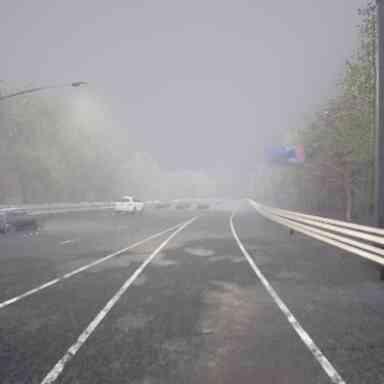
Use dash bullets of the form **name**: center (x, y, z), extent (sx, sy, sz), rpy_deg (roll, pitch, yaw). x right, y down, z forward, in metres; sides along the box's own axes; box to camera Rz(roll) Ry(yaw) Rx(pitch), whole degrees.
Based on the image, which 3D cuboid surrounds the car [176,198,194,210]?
- **car**: center (-1.440, 2.239, 56.474), extent (2.033, 1.411, 5.357), rpy_deg (0, -1, 9)

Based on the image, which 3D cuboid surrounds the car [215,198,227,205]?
- **car**: center (7.799, 2.781, 93.197), extent (2.128, 1.511, 4.902), rpy_deg (0, -1, 9)

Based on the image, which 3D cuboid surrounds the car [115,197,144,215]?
- **car**: center (-7.496, 1.661, 40.248), extent (2.150, 2.045, 5.566), rpy_deg (0, -1, 9)

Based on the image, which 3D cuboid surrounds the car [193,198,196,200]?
- **car**: center (0.271, 2.525, 90.327), extent (2.097, 1.767, 4.553), rpy_deg (0, -1, 9)

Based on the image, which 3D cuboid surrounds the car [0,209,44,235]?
- **car**: center (-10.677, 1.709, 19.742), extent (1.994, 1.385, 4.181), rpy_deg (0, -1, 9)

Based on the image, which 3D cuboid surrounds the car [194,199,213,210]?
- **car**: center (2.016, 2.304, 55.919), extent (1.895, 1.301, 4.718), rpy_deg (0, -1, 9)

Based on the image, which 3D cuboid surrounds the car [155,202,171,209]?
- **car**: center (-4.882, 2.282, 57.114), extent (1.895, 1.301, 4.718), rpy_deg (0, -1, 9)
